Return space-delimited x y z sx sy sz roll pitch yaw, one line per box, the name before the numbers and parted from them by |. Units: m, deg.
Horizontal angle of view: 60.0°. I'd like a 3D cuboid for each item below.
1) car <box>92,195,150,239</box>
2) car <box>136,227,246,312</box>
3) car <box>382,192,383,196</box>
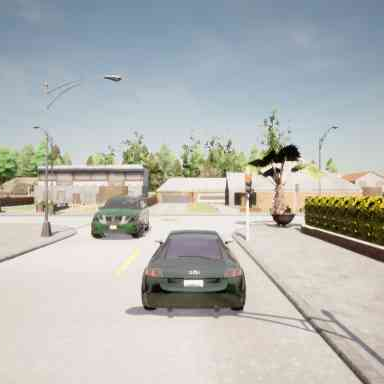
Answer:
car | -3.526 1.221 17.627 2.150 2.045 5.566 1 0 0
car | 0.042 1.564 7.790 1.994 1.385 4.181 0 0 0
car | 37.875 0.973 64.998 1.905 1.878 3.866 0 0 0
